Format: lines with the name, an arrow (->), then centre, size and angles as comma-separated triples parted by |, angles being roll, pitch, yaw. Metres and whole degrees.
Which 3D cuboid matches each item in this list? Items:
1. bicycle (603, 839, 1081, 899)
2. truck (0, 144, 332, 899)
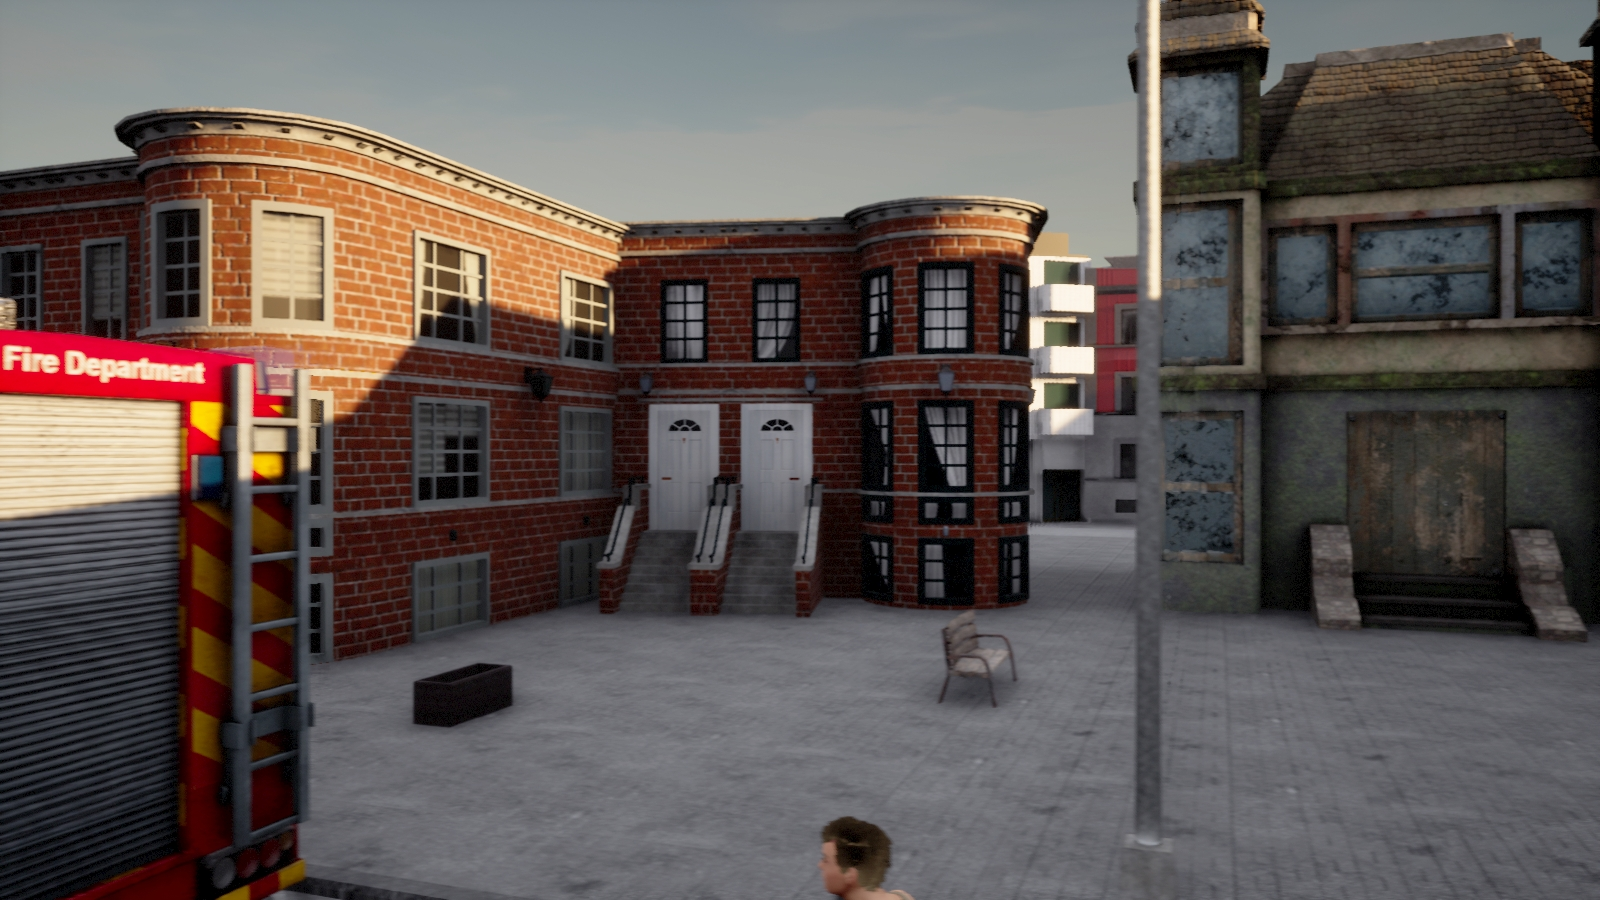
bicycle -> 0.115, 2.036, 3.747 | 1.487, 1.080, 0.859 | 0, 0, 20
truck -> -7.099, 0.670, 6.465 | 8.468, 3.827, 2.891 | 0, 0, 20
